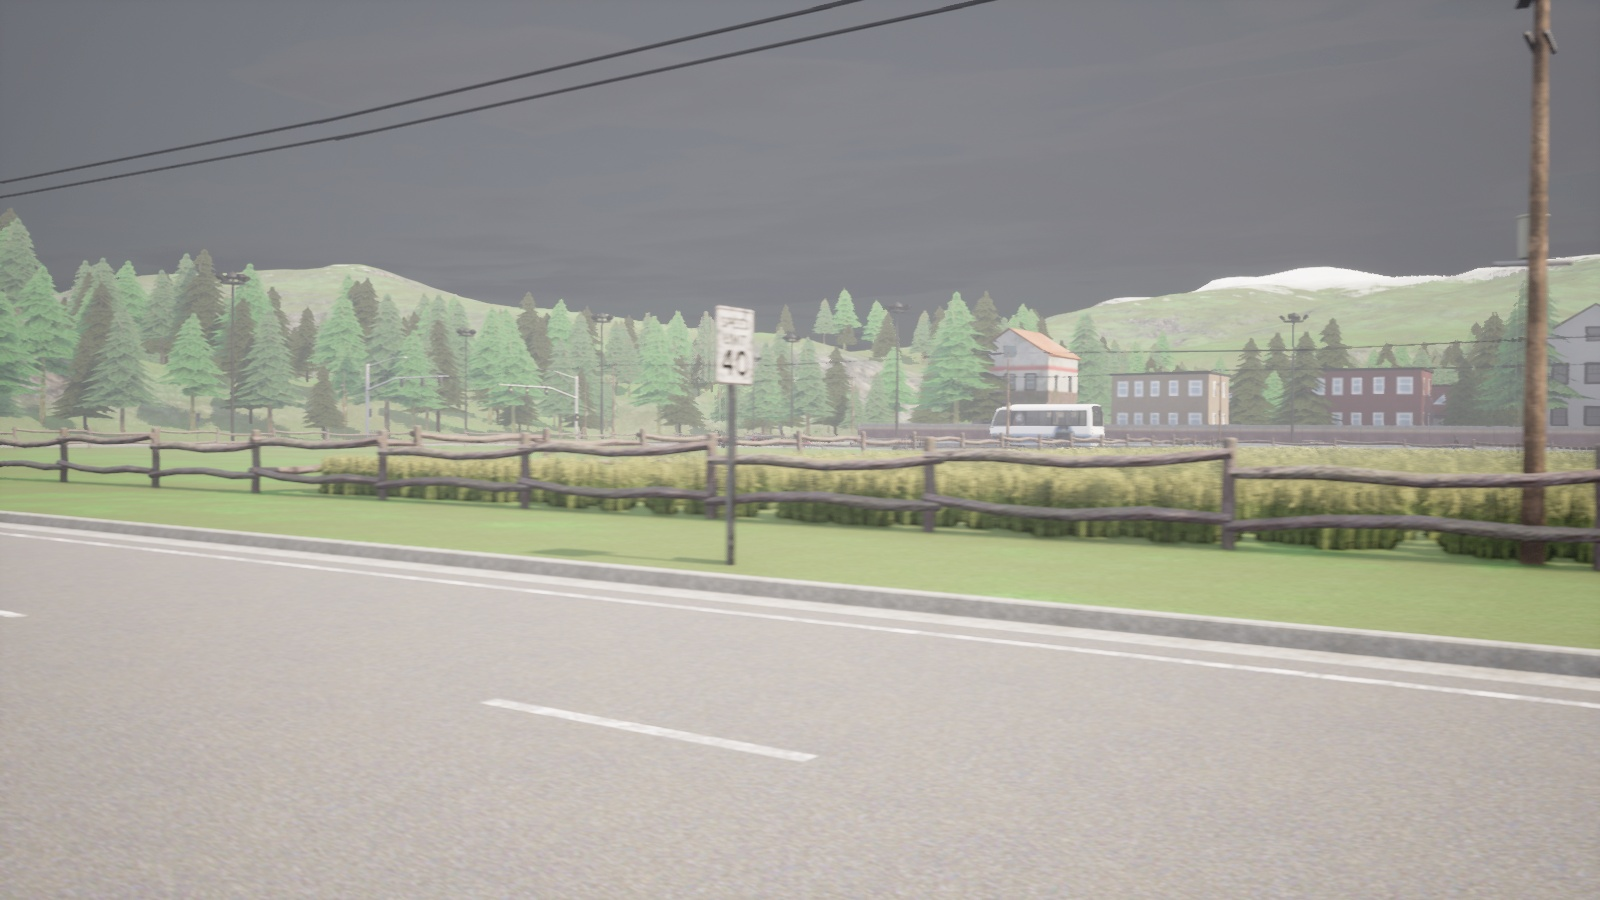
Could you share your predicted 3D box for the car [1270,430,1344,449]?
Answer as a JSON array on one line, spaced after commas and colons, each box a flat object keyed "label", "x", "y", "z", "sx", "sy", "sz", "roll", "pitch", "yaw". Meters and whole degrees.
[{"label": "car", "x": 36.736, "y": -0.744, "z": 91.066, "sx": 4.718, "sy": 1.301, "sz": 1.895, "roll": 0, "pitch": 1, "yaw": 34}]
